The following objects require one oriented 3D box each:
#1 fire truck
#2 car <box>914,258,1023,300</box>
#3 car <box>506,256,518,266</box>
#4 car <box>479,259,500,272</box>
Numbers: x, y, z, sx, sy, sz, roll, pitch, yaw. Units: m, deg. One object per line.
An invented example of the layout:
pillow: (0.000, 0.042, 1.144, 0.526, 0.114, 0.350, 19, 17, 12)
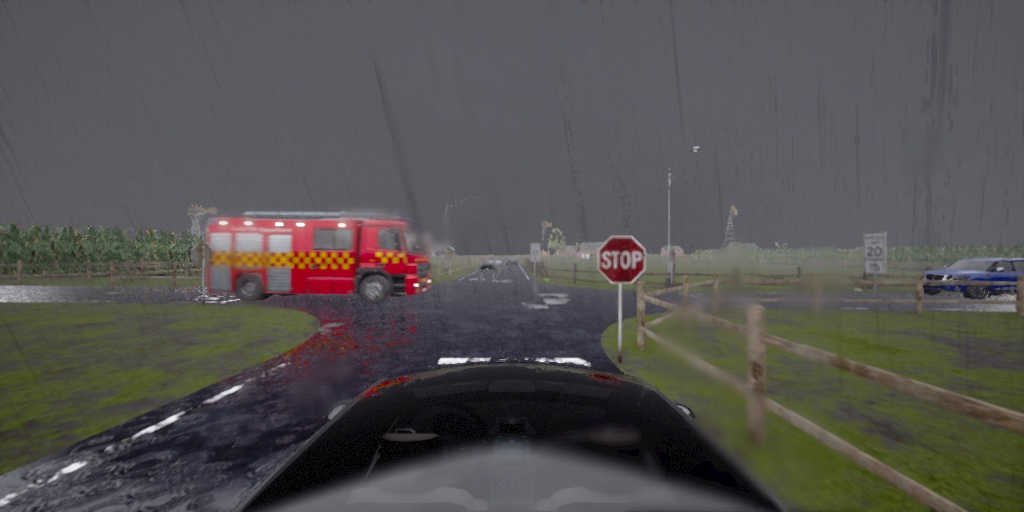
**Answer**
fire truck: (-8.065, -0.014, 15.709, 8.468, 3.827, 2.891, 1, 0, 1)
car: (24.158, 1.107, 18.270, 5.566, 2.045, 2.150, 0, 0, 1)
car: (-0.012, 0.826, 62.974, 2.097, 1.767, 4.553, 0, 0, 0)
car: (-2.839, 1.164, 43.408, 1.895, 1.301, 4.718, 0, 0, 0)
